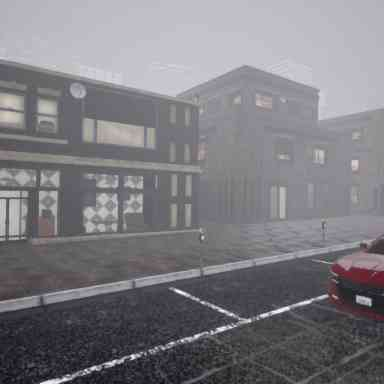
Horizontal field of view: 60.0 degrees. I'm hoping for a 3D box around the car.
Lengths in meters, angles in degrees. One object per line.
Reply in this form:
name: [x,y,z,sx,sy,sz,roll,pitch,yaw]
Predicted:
car: [4.801,1.480,6.820,5.008,1.535,1.882,0,0,-36]
